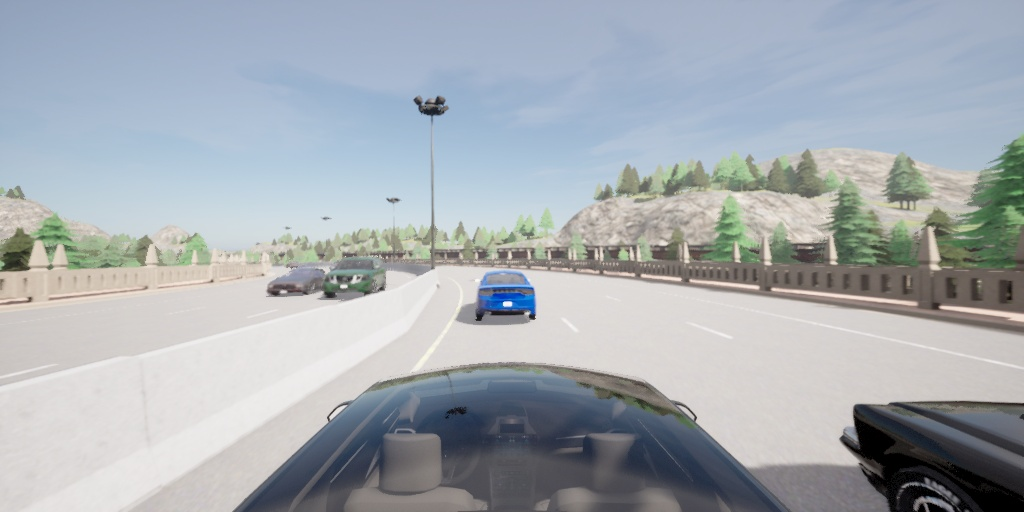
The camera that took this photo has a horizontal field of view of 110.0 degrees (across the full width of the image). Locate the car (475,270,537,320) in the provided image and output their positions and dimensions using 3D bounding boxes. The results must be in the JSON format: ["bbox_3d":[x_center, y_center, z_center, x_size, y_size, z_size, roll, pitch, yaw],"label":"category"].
[{"bbox_3d":[-0.302,1.241,12.813,1.882,1.535,5.008,0,0,-4],"label":"car"}]

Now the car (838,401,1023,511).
[{"bbox_3d":[3.397,1.327,0.612,1.895,1.301,4.718,0,0,3],"label":"car"}]

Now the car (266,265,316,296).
[{"bbox_3d":[-11.977,1.432,20.726,2.033,1.411,5.357,-1,0,-10],"label":"car"}]

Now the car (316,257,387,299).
[{"bbox_3d":[-8.206,1.067,19.265,2.150,2.045,5.566,0,0,-10],"label":"car"}]

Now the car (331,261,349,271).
[{"bbox_3d":[-27.992,1.656,58.145,1.837,1.490,4.892,0,0,-35],"label":"car"}]

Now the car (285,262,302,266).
[{"bbox_3d":[-18.651,1.534,32.771,2.033,1.411,5.357,-1,0,-19],"label":"car"}]
